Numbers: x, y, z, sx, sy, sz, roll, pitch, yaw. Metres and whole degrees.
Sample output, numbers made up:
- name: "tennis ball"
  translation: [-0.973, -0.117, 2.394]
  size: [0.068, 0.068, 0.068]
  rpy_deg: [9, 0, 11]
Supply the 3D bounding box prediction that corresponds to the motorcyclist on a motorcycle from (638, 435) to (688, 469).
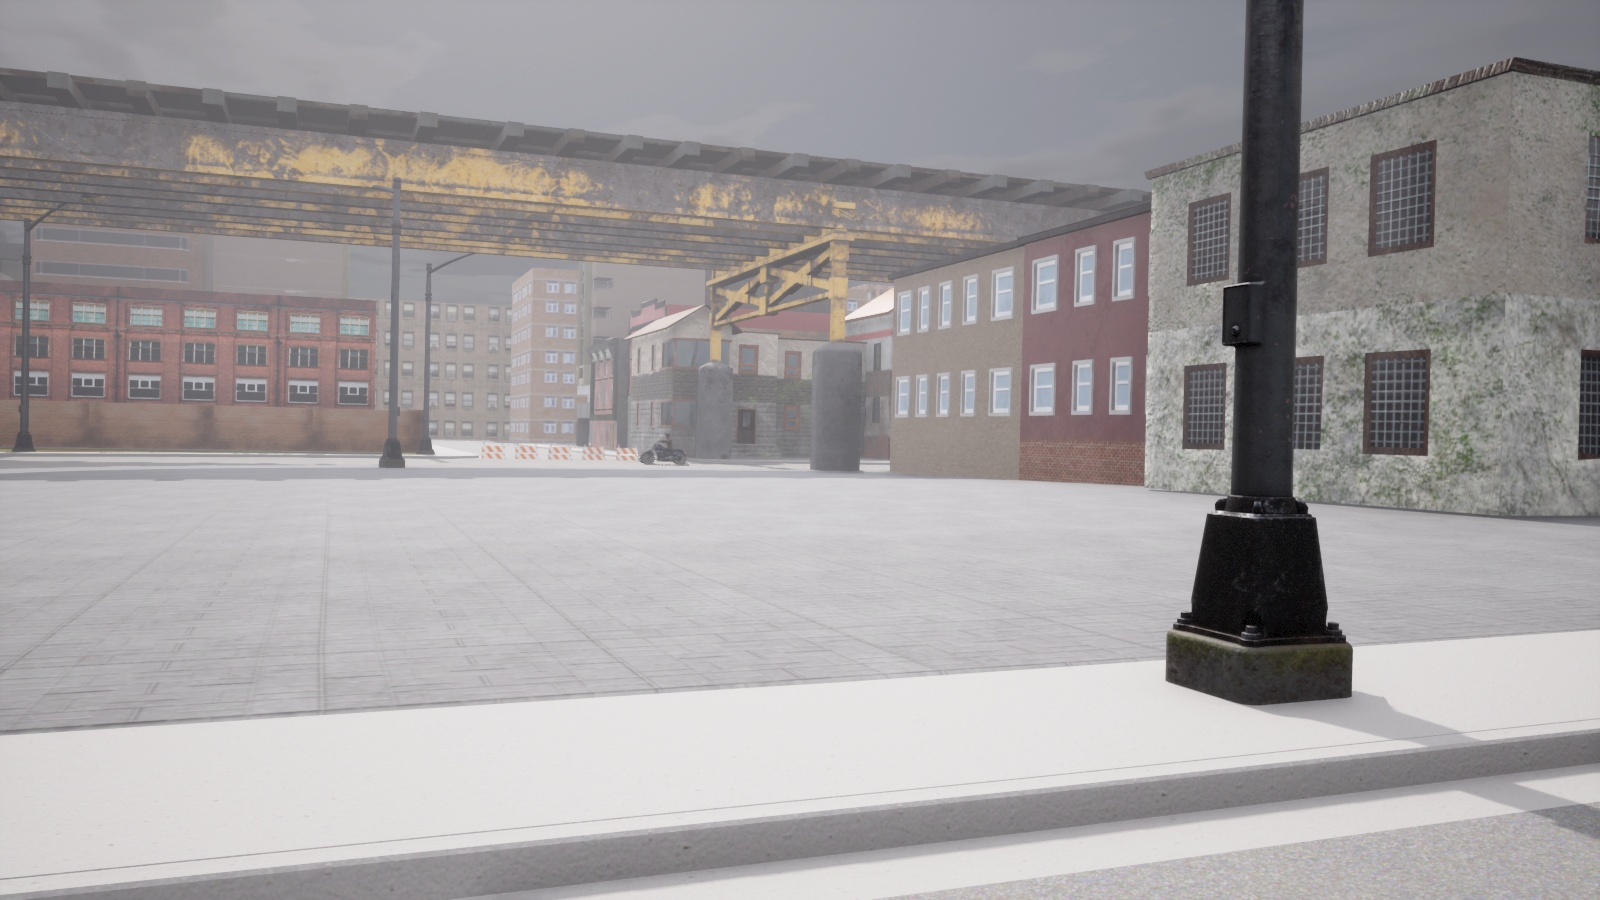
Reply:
- name: "motorcyclist on a motorcycle"
  translation: [-6.786, 0.103, 62.060]
  size: [2.350, 1.649, 0.766]
  rpy_deg: [0, 1, -20]
